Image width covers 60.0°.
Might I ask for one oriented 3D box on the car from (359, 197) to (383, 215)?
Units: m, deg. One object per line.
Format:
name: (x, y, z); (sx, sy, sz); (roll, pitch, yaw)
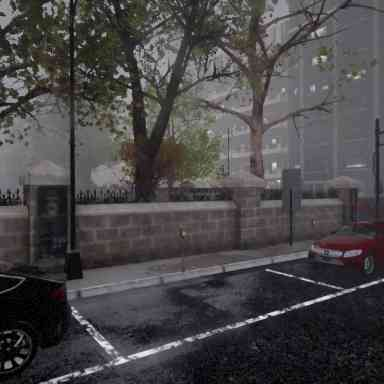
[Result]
car: (13.947, 1.183, 24.014); (2.097, 1.767, 4.553); (0, 2, -38)

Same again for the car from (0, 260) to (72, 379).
car: (-3.696, 1.566, 3.955); (4.313, 1.339, 1.947); (0, 0, -35)

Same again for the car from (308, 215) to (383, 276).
car: (5.384, 1.581, 10.286); (4.206, 1.307, 1.802); (0, 0, -35)
